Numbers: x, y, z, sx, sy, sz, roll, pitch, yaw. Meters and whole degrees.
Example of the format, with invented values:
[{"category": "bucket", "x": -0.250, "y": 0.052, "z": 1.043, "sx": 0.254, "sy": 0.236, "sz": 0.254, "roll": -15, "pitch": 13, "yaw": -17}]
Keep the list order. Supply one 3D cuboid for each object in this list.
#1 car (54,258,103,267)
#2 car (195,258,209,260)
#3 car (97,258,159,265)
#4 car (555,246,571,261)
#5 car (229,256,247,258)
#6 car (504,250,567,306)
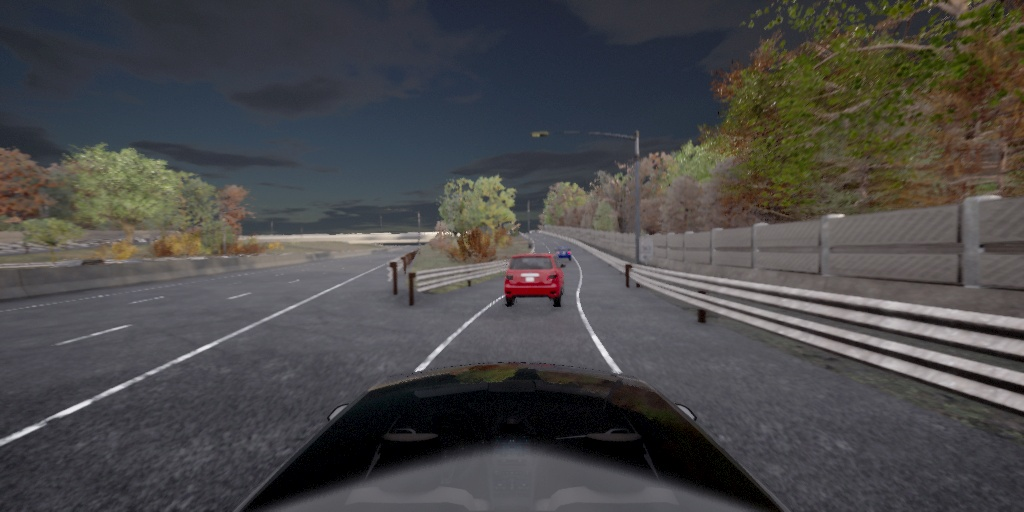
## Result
[{"category": "car", "x": -35.451, "y": 1.056, "z": 29.191, "sx": 2.097, "sy": 1.767, "sz": 4.553, "roll": -2, "pitch": 2, "yaw": -14}, {"category": "car", "x": -39.488, "y": 0.950, "z": 45.171, "sx": 1.895, "sy": 1.301, "sz": 4.718, "roll": -2, "pitch": 2, "yaw": -14}, {"category": "car", "x": -32.228, "y": 1.148, "z": 30.747, "sx": 1.994, "sy": 1.385, "sz": 4.181, "roll": -2, "pitch": 2, "yaw": -14}, {"category": "car", "x": 7.381, "y": -0.420, "z": 51.805, "sx": 2.150, "sy": 2.045, "sz": 5.566, "roll": -1, "pitch": 4, "yaw": 6}, {"category": "car", "x": -36.515, "y": 0.710, "z": 47.693, "sx": 1.837, "sy": 1.490, "sz": 4.892, "roll": -2, "pitch": 2, "yaw": -14}, {"category": "car", "x": 1.102, "y": 0.904, "z": 15.531, "sx": 2.150, "sy": 2.045, "sz": 5.566, "roll": -1, "pitch": 0, "yaw": 10}]
